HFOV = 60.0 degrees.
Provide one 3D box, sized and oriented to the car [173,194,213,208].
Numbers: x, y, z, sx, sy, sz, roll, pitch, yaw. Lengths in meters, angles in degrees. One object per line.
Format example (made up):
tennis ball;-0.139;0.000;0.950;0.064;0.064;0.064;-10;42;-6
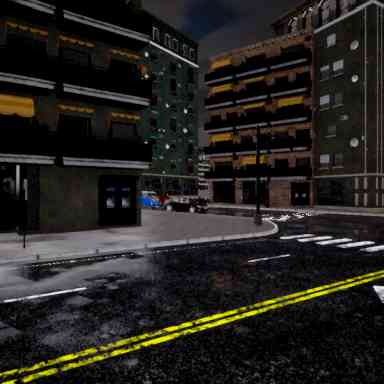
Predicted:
car;0.068;1.042;39.304;4.403;1.369;2.008;1;0;37

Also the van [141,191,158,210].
van;-4.977;0.818;32.619;3.998;1.788;1.690;1;0;37

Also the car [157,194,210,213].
car;-0.561;1.138;29.305;4.403;1.369;2.008;1;0;37

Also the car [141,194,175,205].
car;-4.355;0.962;42.617;4.206;1.307;1.802;1;0;37
